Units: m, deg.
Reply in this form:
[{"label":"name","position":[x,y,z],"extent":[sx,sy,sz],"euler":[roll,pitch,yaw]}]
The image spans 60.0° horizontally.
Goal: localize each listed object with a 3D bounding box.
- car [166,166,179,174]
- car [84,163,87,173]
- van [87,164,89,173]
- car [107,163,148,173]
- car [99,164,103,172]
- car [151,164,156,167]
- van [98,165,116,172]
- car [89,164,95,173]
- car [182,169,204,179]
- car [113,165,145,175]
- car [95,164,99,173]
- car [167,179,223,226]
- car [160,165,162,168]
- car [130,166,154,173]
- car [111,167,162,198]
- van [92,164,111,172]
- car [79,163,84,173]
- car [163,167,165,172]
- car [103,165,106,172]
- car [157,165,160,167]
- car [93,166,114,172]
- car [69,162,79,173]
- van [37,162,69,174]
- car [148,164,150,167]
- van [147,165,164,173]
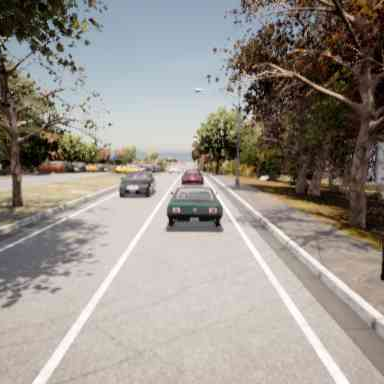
[{"label":"car","position":[-3.361,-4.140,62.974],"extent":[1.812,1.442,4.674],"euler":[1,4,0]},{"label":"car","position":[-23.497,-4.425,63.979],"extent":[4.892,1.521,2.231],"euler":[0,4,0]},{"label":"van","position":[-23.622,-4.836,66.728],"extent":[4.442,1.987,1.878],"euler":[0,4,0]},{"label":"car","position":[-10.225,-3.518,52.733],"extent":[5.366,1.575,1.946],"euler":[0,4,0]},{"label":"car","position":[-23.514,-5.161,75.036],"extent":[5.008,1.535,2.097],"euler":[0,4,0]},{"label":"car","position":[-10.394,-4.551,63.778],"extent":[5.566,2.045,2.435],"euler":[0,4,0]},{"label":"van","position":[-23.422,-6.463,91.458],"extent":[4.442,1.987,1.878],"euler":[0,3,0]},{"label":"car","position":[-23.479,-4.919,69.499],"extent":[4.553,1.767,2.185],"euler":[0,4,0]},{"label":"car","position":[0.060,-1.396,30.486],"extent":[1.994,1.385,4.181],"euler":[0,5,0]},{"label":"car","position":[-10.419,-3.723,55.494],"extent":[4.892,1.521,2.231],"euler":[0,4,0]},{"label":"car","position":[-23.510,-4.969,72.147],"extent":[5.008,1.535,2.097],"euler":[0,4,0]},{"label":"car","position":[0.088,0.401,13.146],"extent":[1.895,1.301,4.718],"euler":[0,6,0]},{"label":"car","position":[-10.453,-5.550,83.187],"extent":[4.674,1.452,2.002],"euler":[0,4,0]},{"label":"car","position":[-10.435,-4.629,69.337],"extent":[4.674,1.452,2.002],"euler":[0,4,0]},{"label":"car","position":[-3.371,-0.579,21.239],"extent":[2.128,1.511,4.902],"euler":[0,6,0]},{"label":"van","position":[-23.414,-6.120,86.077],"extent":[4.442,1.987,1.878],"euler":[0,4,0]},{"label":"car","position":[-23.315,-4.242,61.218],"extent":[5.366,1.575,1.946],"euler":[0,4,0]},{"label":"car","position":[-10.487,-5.929,88.733],"extent":[4.792,1.488,2.163],"euler":[0,3,0]},{"label":"car","position":[-23.516,-5.344,77.800],"extent":[4.892,1.521,2.231],"euler":[0,4,0]},{"label":"car","position":[-10.444,-5.038,74.874],"extent":[5.008,1.535,2.097],"euler":[0,4,0]},{"label":"car","position":[-23.542,-6.080,88.856],"extent":[5.008,1.535,2.097],"euler":[0,4,0]},{"label":"car","position":[-23.522,-4.302,58.438],"extent":[5.566,2.045,2.435],"euler":[0,4,0]},{"label":"van","position":[-23.609,-4.069,55.555],"extent":[4.442,1.987,1.878],"euler":[0,4,0]},{"label":"car","position":[-10.423,-3.923,58.259],"extent":[5.008,1.535,2.097],"euler":[0,4,0]},{"label":"van","position":[-10.347,-6.490,94.238],"extent":[4.442,1.987,1.878],"euler":[0,3,0]}]
